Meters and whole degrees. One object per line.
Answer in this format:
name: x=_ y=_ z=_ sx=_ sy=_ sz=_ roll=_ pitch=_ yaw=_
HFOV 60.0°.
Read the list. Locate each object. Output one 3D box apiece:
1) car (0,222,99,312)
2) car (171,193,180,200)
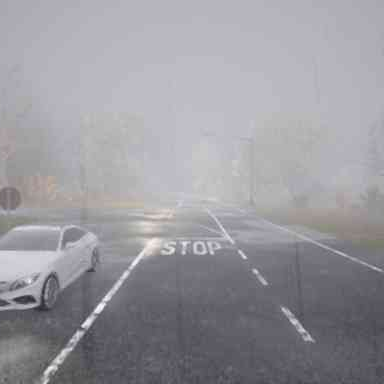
car: x=-3.500 y=1.479 z=7.703 sx=1.812 sy=1.442 sz=4.674 roll=0 pitch=0 yaw=0
car: x=-3.854 y=1.056 z=78.046 sx=1.837 sy=1.490 sz=4.892 roll=0 pitch=0 yaw=0
